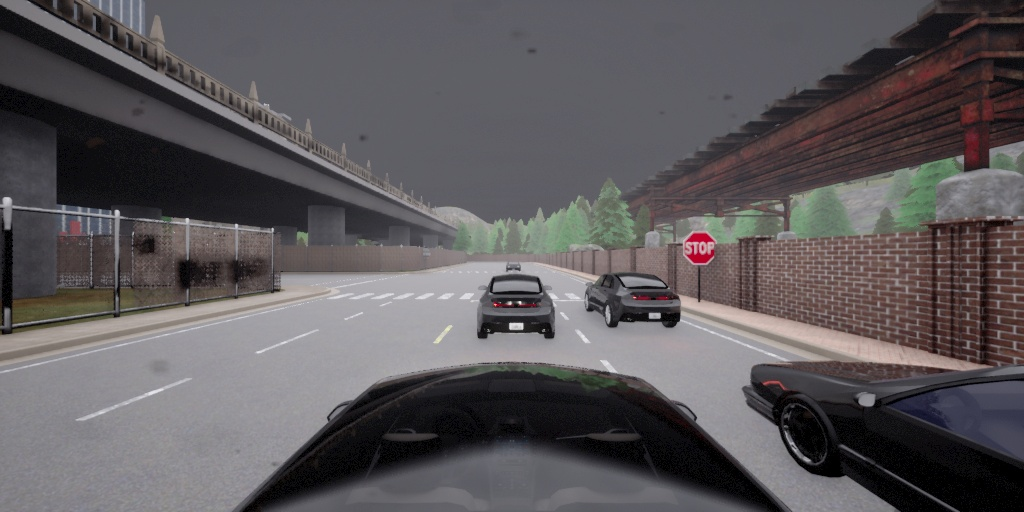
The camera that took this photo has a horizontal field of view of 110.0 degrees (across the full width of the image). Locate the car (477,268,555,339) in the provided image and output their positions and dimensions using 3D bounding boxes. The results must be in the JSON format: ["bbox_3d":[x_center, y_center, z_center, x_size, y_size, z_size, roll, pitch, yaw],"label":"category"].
[{"bbox_3d":[0.095,1.257,10.078,1.837,1.490,4.892,0,0,0],"label":"car"}]

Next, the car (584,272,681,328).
[{"bbox_3d":[3.596,1.258,11.439,1.837,1.490,4.892,0,0,0],"label":"car"}]

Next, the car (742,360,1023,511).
[{"bbox_3d":[3.600,1.297,1.693,2.033,1.411,5.357,0,0,0],"label":"car"}]

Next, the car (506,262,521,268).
[{"bbox_3d":[0.164,1.363,46.355,1.895,1.301,4.718,0,0,-1],"label":"car"}]
